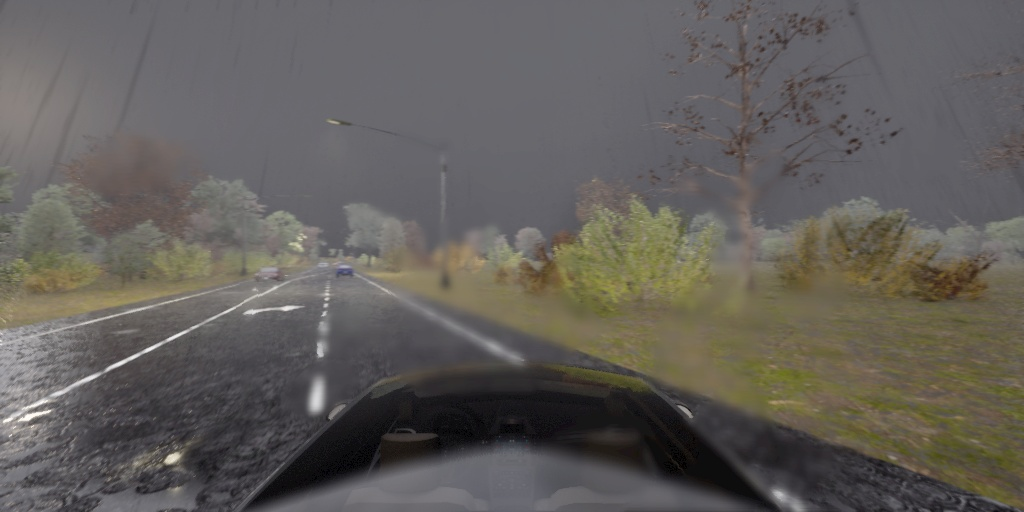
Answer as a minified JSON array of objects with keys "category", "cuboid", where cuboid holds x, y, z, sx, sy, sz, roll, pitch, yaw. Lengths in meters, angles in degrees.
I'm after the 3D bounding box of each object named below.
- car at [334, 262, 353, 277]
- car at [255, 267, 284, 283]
[{"category":"car","cuboid":[-21.715,1.878,46.547,1.882,1.535,5.008,0,-1,-27]},{"category":"car","cuboid":[-23.739,1.814,35.313,1.812,1.442,4.674,0,-1,-25]}]
